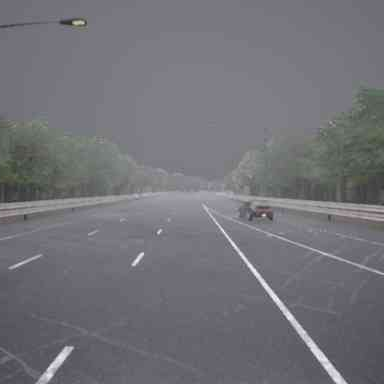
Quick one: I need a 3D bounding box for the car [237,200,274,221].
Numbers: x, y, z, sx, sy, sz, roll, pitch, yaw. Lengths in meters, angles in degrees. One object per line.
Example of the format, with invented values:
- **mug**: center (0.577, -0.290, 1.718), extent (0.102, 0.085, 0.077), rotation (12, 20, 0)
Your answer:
- **car**: center (4.881, 1.407, 25.977), extent (1.837, 1.490, 4.892), rotation (0, 0, -6)
